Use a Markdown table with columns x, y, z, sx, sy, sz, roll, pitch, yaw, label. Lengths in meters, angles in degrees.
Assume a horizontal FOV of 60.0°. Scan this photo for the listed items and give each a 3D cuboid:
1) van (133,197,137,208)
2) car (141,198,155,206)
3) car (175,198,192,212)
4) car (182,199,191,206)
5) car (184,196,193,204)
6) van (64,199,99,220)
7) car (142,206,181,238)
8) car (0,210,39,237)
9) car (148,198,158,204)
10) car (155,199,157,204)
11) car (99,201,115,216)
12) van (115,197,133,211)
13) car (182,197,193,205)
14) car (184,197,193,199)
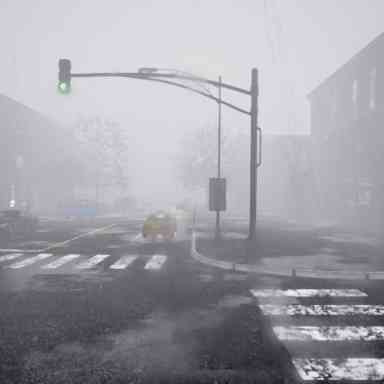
| x | y | z | sx | sy | sz | roll | pitch | yaw | label |
| --- | --- | --- | --- | --- | --- | --- | --- | --- | --- |
| -9.684 | 1.715 | 51.945 | 1.690 | 1.788 | 3.998 | 0 | 0 | 1 | van |
| -9.467 | 2.083 | 68.579 | 1.947 | 1.339 | 4.313 | 0 | 0 | 1 | car |
| -1.378 | 1.979 | 46.286 | 2.008 | 1.369 | 4.403 | 0 | 0 | 1 | car |
| -1.087 | 2.165 | 68.469 | 1.887 | 1.381 | 4.507 | 0 | 0 | 1 | car |
| -0.868 | 2.078 | 85.108 | 2.192 | 1.841 | 5.009 | 0 | 0 | 1 | car |
| -9.974 | 1.522 | 29.762 | 1.690 | 1.788 | 3.998 | 0 | 0 | 1 | van |
| -1.739 | 1.715 | 18.729 | 1.752 | 1.417 | 4.829 | 0 | 0 | 1 | car |
| -10.121 | 1.667 | 18.669 | 1.802 | 1.307 | 4.206 | 0 | 0 | 1 | car |
| -9.322 | 2.194 | 79.671 | 1.802 | 1.307 | 4.206 | 0 | 0 | 1 | car |
| -9.394 | 2.110 | 74.126 | 1.887 | 1.381 | 4.507 | 0 | 0 | 1 | car |
| -9.903 | 1.774 | 35.306 | 1.887 | 1.381 | 4.507 | 0 | 0 | 1 | car |
| -9.757 | 1.667 | 46.399 | 1.690 | 1.788 | 3.998 | 0 | 0 | 1 | van |
| -1.014 | 1.983 | 74.017 | 2.192 | 1.841 | 5.009 | 0 | 0 | 1 | car |
| -1.160 | 2.138 | 62.923 | 1.947 | 1.339 | 4.313 | 0 | 0 | 1 | car |
